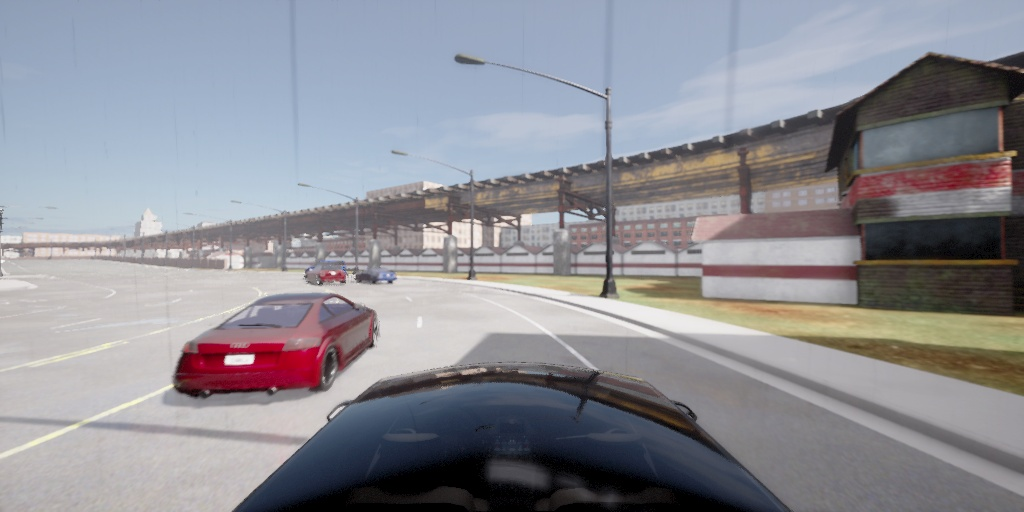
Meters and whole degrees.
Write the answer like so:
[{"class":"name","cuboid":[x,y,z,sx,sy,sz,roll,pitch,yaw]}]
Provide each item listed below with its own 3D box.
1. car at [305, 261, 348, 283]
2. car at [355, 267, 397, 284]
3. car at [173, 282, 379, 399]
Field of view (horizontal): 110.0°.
[{"class":"car","cuboid":[-16.122,1.518,30.850,2.097,1.767,4.553,0,-1,-45]},{"class":"car","cuboid":[-12.079,1.716,31.722,2.033,1.411,5.357,1,-1,-44]},{"class":"car","cuboid":[-3.918,1.390,6.799,1.994,1.385,4.181,0,-1,-7]}]
